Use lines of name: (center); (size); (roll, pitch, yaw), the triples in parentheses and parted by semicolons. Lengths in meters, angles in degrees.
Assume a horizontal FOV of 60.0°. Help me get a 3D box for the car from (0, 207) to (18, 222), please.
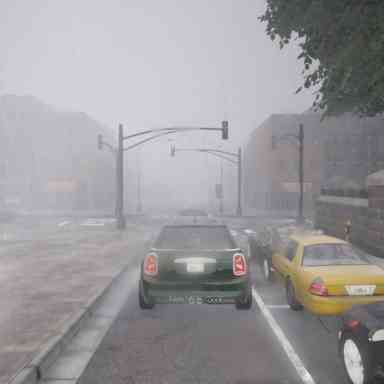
car: (-14.725, 1.426, 23.080); (4.892, 1.490, 1.837); (1, 1, 0)

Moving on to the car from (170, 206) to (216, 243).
car: (0.036, 1.555, 17.420); (2.033, 1.411, 5.357); (0, 0, 0)

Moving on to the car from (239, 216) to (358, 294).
car: (2.665, 1.548, 9.579); (2.008, 1.369, 4.403); (-1, 0, 0)

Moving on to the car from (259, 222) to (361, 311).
car: (2.685, 1.523, 7.605); (1.752, 1.417, 4.829); (-1, 0, 0)

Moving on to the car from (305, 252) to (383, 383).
car: (2.625, 1.550, 2.443); (2.008, 1.369, 4.403); (-1, 0, 0)

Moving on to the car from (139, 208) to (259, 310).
car: (0.077, 1.350, 7.986); (2.097, 1.767, 4.553); (0, 0, 0)
